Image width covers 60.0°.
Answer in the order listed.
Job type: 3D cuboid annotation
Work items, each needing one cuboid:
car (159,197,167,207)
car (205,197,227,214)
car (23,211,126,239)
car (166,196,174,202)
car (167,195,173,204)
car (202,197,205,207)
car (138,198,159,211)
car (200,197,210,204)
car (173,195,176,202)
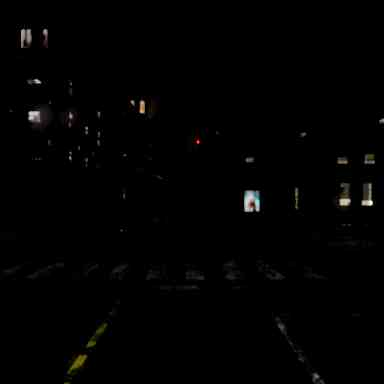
[{"bbox_3d":[-5.653,1.712,53.205,2.008,1.369,4.403,0,0,0],"label":"car"},{"bbox_3d":[2.712,1.542,36.120,1.967,1.590,4.097,0,0,0],"label":"car"},{"bbox_3d":[-5.823,1.656,16.958,4.718,1.301,1.895,0,0,0],"label":"car"},{"bbox_3d":[-5.627,1.823,87.213,1.752,1.417,4.829,-1,0,0],"label":"car"},{"bbox_3d":[-5.640,1.751,70.124,1.752,1.417,4.829,0,0,0],"label":"car"},{"bbox_3d":[2.722,1.723,47.513,1.802,1.307,4.206,0,0,0],"label":"car"},{"bbox_3d":[-5.663,1.671,41.811,2.008,1.369,4.403,0,0,0],"label":"car"},{"bbox_3d":[2.741,1.778,70.300,2.008,1.369,4.403,-1,0,0],"label":"car"},{"bbox_3d":[-5.632,1.714,81.687,1.967,1.590,4.097,0,0,0],"label":"car"}]
